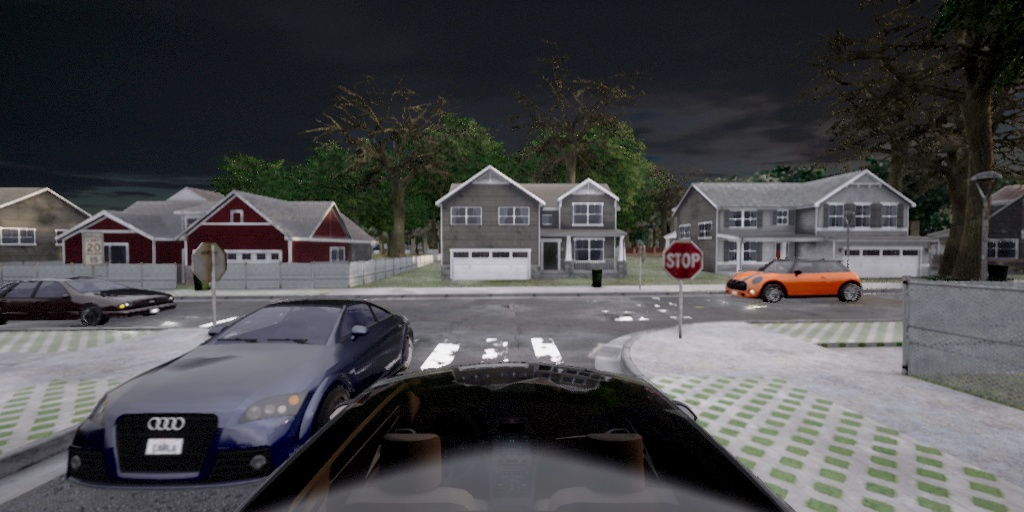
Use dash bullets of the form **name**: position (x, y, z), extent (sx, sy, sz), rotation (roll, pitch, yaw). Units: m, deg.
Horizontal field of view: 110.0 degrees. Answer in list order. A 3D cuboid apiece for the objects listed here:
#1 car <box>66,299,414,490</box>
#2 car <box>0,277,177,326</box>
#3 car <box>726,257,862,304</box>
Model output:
- **car**: position (-2.733, 1.302, 4.797), extent (1.994, 1.385, 4.181), rotation (0, 0, 0)
- **car**: position (-14.150, 1.391, 11.492), extent (5.357, 1.411, 2.033), rotation (0, 1, -1)
- **car**: position (11.370, 0.904, 14.707), extent (4.553, 1.767, 2.097), rotation (-1, 1, -1)
